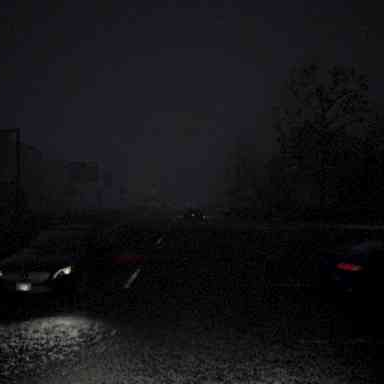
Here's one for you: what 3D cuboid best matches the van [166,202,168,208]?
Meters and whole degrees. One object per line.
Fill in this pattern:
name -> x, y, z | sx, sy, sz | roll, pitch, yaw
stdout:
van -> -7.274, 2.169, 61.893 | 4.442, 1.987, 1.878 | 0, -2, 0

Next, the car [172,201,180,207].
car -> -3.568, 2.571, 71.766 | 2.033, 1.411, 5.357 | 0, -2, -1

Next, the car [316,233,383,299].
car -> 5.087, 1.595, 7.088 | 4.674, 1.452, 2.002 | 0, -1, 0

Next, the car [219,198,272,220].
car -> 5.138, 1.684, 31.424 | 4.553, 1.767, 2.185 | 0, -1, 0

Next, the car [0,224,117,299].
car -> -3.259, 1.619, 8.808 | 1.812, 1.442, 4.674 | 0, -1, 0

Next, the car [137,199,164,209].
car -> -7.334, 2.173, 58.853 | 4.553, 1.767, 2.185 | 0, -2, 0

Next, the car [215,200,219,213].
car -> 5.068, 1.884, 34.592 | 4.674, 1.452, 2.002 | 0, -1, 0

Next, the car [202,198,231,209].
car -> 4.813, 2.303, 66.559 | 5.566, 2.045, 2.435 | 0, -2, -1

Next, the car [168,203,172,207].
car -> -7.418, 2.359, 68.081 | 5.566, 2.045, 2.435 | 0, -2, -1

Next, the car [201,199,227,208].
car -> 4.744, 2.521, 72.016 | 5.566, 2.045, 2.435 | 0, -2, -1

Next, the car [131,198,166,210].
car -> -7.527, 2.215, 55.931 | 5.366, 1.575, 1.946 | 0, -2, 0

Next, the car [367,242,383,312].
car -> 5.082, 1.522, 3.812 | 4.892, 1.521, 2.231 | 0, -1, 0

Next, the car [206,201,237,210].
car -> 5.094, 2.279, 58.178 | 5.366, 1.575, 1.946 | 0, -2, 0

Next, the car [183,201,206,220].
car -> 0.161, 1.854, 31.318 | 1.812, 1.442, 4.674 | 0, -1, 2

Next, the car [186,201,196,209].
car -> -0.242, 2.543, 64.906 | 1.812, 1.442, 4.674 | 0, -2, -1

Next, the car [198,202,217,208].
car -> 3.889, 3.324, 83.189 | 4.181, 1.385, 1.994 | 2, -4, -31

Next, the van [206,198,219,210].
van -> 4.814, 1.979, 55.389 | 4.442, 1.987, 1.878 | 0, -2, 0

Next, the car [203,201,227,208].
car -> 4.800, 2.665, 69.339 | 4.892, 1.521, 2.231 | 0, -2, -1
